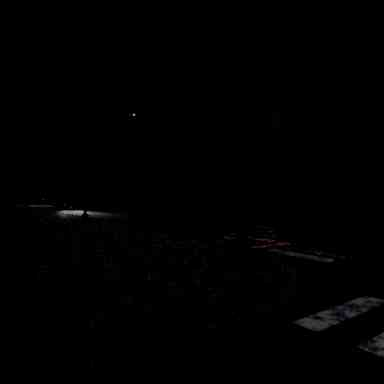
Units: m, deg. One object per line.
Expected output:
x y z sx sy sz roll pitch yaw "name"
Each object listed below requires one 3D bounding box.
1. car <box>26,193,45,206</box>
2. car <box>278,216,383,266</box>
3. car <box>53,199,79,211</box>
-26.512 1.197 56.054 2.150 2.045 5.566 1 0 -36 "car"
5.434 1.552 11.599 1.895 1.301 4.718 1 0 -36 "car"
-15.412 1.560 40.604 1.895 1.301 4.718 1 0 -36 "car"
